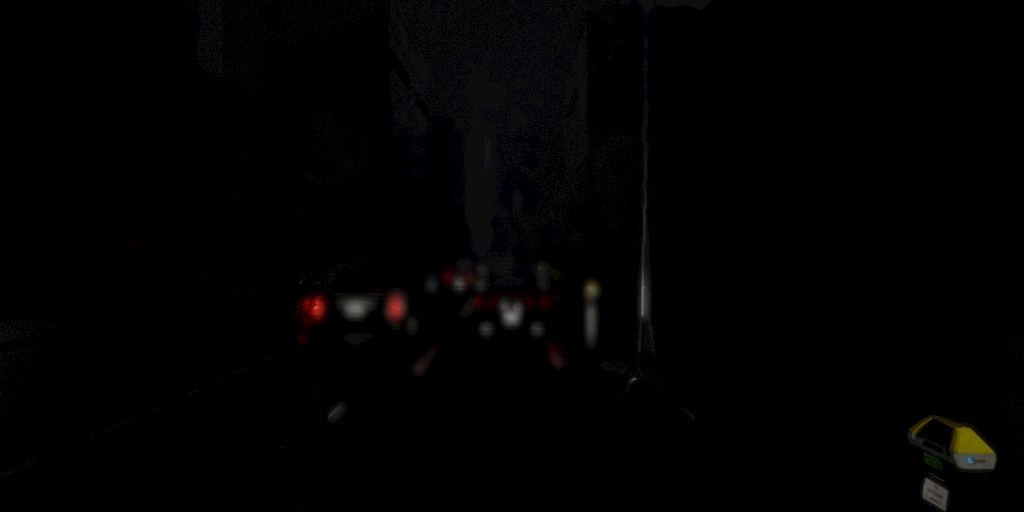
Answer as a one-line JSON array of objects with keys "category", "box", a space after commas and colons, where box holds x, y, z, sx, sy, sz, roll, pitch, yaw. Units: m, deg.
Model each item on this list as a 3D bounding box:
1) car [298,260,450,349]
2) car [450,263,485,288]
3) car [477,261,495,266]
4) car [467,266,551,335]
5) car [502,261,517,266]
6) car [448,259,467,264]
[{"category": "car", "box": [-3.146, 1.100, 9.323, 2.097, 1.767, 4.553, 0, 0, 0]}, {"category": "car", "box": [-3.084, 1.344, 23.433, 1.895, 1.301, 4.718, 0, 0, 0]}, {"category": "car", "box": [-3.076, 1.238, 39.719, 1.837, 1.490, 4.892, 0, 0, 0]}, {"category": "car", "box": [-0.006, 1.225, 10.502, 1.882, 1.535, 5.008, 0, 0, 0]}, {"category": "car", "box": [-0.273, 1.287, 34.789, 2.007, 1.370, 4.403, 0, 0, 0]}, {"category": "car", "box": [-6.213, 1.082, 41.456, 2.097, 1.767, 4.553, 0, 0, 0]}]
